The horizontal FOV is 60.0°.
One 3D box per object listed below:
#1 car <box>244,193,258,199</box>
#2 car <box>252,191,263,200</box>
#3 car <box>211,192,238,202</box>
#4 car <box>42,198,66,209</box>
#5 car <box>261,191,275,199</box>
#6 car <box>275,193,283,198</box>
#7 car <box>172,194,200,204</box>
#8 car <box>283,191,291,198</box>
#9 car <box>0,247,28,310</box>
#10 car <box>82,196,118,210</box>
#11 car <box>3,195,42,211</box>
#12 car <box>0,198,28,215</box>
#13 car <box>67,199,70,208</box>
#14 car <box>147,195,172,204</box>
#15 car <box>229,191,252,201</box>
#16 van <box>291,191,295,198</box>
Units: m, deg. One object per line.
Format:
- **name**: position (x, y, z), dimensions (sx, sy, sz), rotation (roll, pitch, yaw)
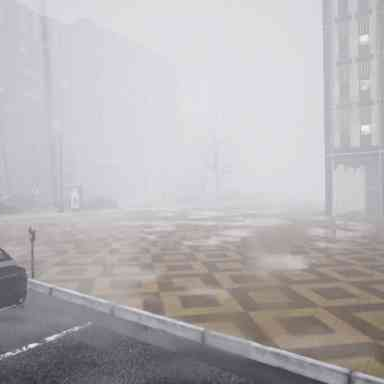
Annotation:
- **car**: position (15.353, 1.040, 86.985), dimensions (1.947, 1.339, 4.313), rotation (-1, 0, 36)
- **car**: position (12.419, 1.046, 68.637), dimensions (1.802, 1.307, 4.206), rotation (-1, 0, 36)
- **car**: position (5.937, 1.093, 59.681), dimensions (2.008, 1.369, 4.403), rotation (-1, 0, 36)
- **car**: position (-17.053, 1.415, 42.207), dimensions (1.887, 1.381, 4.507), rotation (-1, 0, 36)
- **car**: position (15.657, 0.740, 73.114), dimensions (2.192, 1.841, 5.009), rotation (-1, 0, 36)
- **car**: position (18.900, 0.938, 77.592), dimensions (2.008, 1.369, 4.403), rotation (-1, 0, 36)
- **car**: position (-0.545, 1.062, 50.725), dimensions (1.967, 1.590, 4.097), rotation (-1, 0, 36)
- **car**: position (22.141, 0.932, 82.071), dimensions (1.802, 1.307, 4.206), rotation (-1, 0, 36)
- **car**: position (-4.979, 1.553, 6.596), dimensions (4.403, 1.369, 2.008), rotation (0, -1, 35)
- **car**: position (-10.267, 1.186, 37.292), dimensions (1.967, 1.590, 4.097), rotation (-1, 0, 36)
- **car**: position (-20.296, 1.228, 37.728), dimensions (2.192, 1.841, 5.009), rotation (-1, 0, 36)
- **car**: position (-16.747, 1.413, 28.336), dimensions (1.802, 1.307, 4.206), rotation (-1, 0, 36)
- **car**: position (-13.209, 1.410, 43.107), dimensions (1.895, 1.301, 4.718), rotation (-1, 0, 36)
- **car**: position (-5.147, 1.184, 54.190), dimensions (1.882, 1.535, 5.008), rotation (-1, 0, 36)
- **car**: position (9.178, 1.048, 64.159), dimensions (1.887, 1.381, 4.507), rotation (-1, 0, 36)
- **van**: position (25.379, 0.654, 86.549), dimensions (1.690, 1.788, 3.998), rotation (-1, 0, 36)
